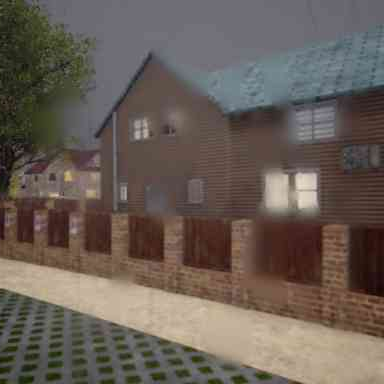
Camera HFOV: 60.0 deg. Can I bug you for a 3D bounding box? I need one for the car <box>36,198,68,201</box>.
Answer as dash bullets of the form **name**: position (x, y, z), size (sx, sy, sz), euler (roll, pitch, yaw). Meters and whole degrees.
- **car**: position (-10.401, 1.221, 26.172), size (2.097, 1.767, 4.553), euler (-1, 0, 29)
